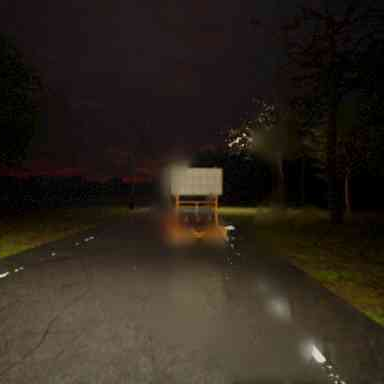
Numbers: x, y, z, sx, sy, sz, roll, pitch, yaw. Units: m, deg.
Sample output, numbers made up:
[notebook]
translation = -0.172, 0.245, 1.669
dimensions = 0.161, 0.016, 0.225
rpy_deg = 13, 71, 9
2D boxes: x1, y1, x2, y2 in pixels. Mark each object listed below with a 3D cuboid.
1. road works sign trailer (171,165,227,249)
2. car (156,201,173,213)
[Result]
[road works sign trailer]
translation = 0.210, 0.588, 15.231
dimensions = 2.380, 3.560, 2.880
rpy_deg = 0, 0, -8
[car]
translation = -3.545, 1.913, 44.051
dimensions = 1.812, 1.442, 4.674
rpy_deg = 0, -1, 0
